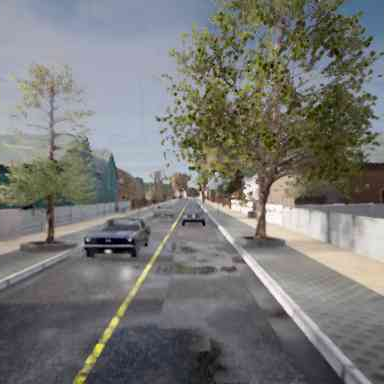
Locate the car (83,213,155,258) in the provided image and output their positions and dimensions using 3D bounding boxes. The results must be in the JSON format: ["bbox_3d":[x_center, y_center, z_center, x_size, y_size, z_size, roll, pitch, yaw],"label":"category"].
[{"bbox_3d":[-2.838,1.747,13.529,1.895,1.301,4.718,0,-1,0],"label":"car"}]

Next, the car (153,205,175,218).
[{"bbox_3d":[-2.826,1.960,34.033,1.895,1.301,4.718,0,-1,0],"label":"car"}]

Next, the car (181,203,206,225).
[{"bbox_3d":[0.119,1.829,26.468,2.033,1.411,5.357,0,-1,0],"label":"car"}]
